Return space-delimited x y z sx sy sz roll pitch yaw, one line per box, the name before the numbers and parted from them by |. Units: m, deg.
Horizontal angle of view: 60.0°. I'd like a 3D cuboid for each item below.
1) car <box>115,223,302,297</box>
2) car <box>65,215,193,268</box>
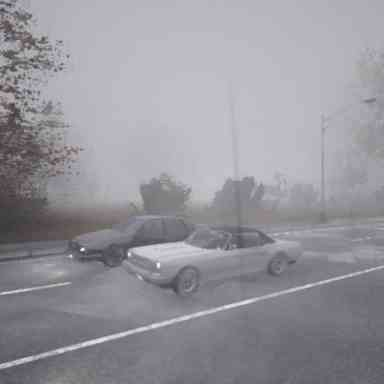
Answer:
car | 0.662 1.594 8.686 4.718 1.301 1.895 0 0 -35
car | -1.438 1.539 11.495 5.357 1.411 2.033 0 0 -35
